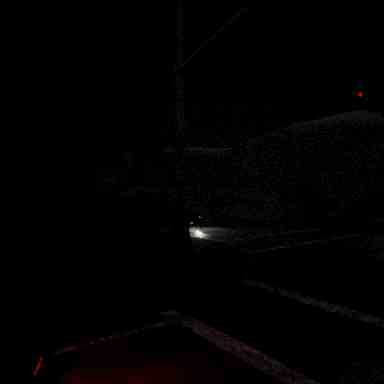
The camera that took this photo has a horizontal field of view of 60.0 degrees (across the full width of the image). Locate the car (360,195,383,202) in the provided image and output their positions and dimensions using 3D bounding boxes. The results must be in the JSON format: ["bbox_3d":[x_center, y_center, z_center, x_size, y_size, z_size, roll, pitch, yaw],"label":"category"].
[{"bbox_3d":[37.680,1.384,69.648,1.970,1.475,3.806,0,0,-36],"label":"car"}]

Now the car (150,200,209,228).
[{"bbox_3d":[-1.568,1.356,20.769,2.033,1.411,5.357,0,0,-36],"label":"car"}]

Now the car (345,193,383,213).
[{"bbox_3d":[17.730,1.077,32.860,1.905,1.878,3.866,0,0,-36],"label":"car"}]

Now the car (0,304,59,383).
[{"bbox_3d":[-3.309,1.506,1.704,4.892,1.490,1.837,0,0,-37],"label":"car"}]

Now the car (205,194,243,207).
[{"bbox_3d":[4.287,1.298,45.202,2.007,1.523,4.514,0,0,-36],"label":"car"}]

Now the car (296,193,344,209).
[{"bbox_3d":[15.780,1.097,41.161,1.932,1.855,4.605,0,0,-36],"label":"car"}]

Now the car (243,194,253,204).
[{"bbox_3d":[8.131,1.154,57.084,2.152,1.636,5.027,0,0,-36],"label":"car"}]

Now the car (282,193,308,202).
[{"bbox_3d":[20.608,1.097,66.623,1.932,1.855,4.605,0,0,-36],"label":"car"}]

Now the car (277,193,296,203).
[{"bbox_3d":[18.496,1.077,64.585,1.905,1.878,3.866,0,0,-36],"label":"car"}]

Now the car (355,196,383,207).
[{"bbox_3d":[26.288,1.298,47.888,2.007,1.523,4.514,0,0,-36],"label":"car"}]

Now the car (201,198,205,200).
[{"bbox_3d":[3.122,1.232,53.060,1.970,1.475,3.806,0,0,-36],"label":"car"}]
